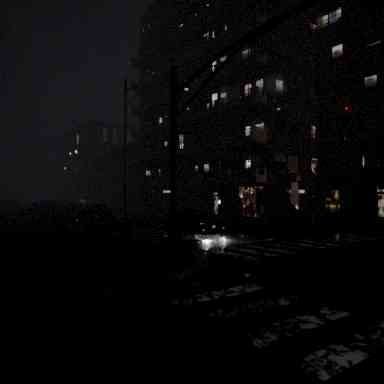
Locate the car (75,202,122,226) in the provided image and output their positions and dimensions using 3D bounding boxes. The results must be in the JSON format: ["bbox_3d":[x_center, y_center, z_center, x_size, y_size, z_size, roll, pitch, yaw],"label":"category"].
[{"bbox_3d":[-7.487,1.776,26.360,1.967,1.590,4.097,-1,0,-35],"label":"car"}]

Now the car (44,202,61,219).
[{"bbox_3d":[-13.896,2.036,35.359,2.008,1.369,4.403,-1,0,-35],"label":"car"}]

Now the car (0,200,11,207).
[{"bbox_3d":[-42.647,2.666,75.721,1.752,1.417,4.829,-1,0,-35],"label":"car"}]

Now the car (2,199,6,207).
[{"bbox_3d":[-36.334,2.542,66.860,1.887,1.381,4.507,-1,0,-35],"label":"car"}]

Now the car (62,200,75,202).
[{"bbox_3d":[-13.544,2.045,39.304,1.812,1.442,4.674,0,-1,-35],"label":"car"}]

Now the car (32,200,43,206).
[{"bbox_3d":[-39.313,2.773,84.625,1.947,1.339,4.313,-1,0,-35],"label":"car"}]

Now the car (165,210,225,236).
[{"bbox_3d":[0.069,1.775,20.193,1.994,1.385,4.181,0,-1,-35],"label":"car"}]

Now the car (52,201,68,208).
[{"bbox_3d":[-26.501,2.462,66.637,1.887,1.381,4.507,-1,0,-35],"label":"car"}]

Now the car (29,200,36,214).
[{"bbox_3d":[-20.309,2.073,44.360,1.967,1.590,4.097,-1,0,-35],"label":"car"}]

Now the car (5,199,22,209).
[{"bbox_3d":[-33.131,2.365,62.360,1.967,1.590,4.097,-1,0,-35],"label":"car"}]

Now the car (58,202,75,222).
[{"bbox_3d":[-10.593,1.934,30.721,1.752,1.417,4.829,-1,0,-35],"label":"car"}]

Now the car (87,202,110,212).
[{"bbox_3d":[-13.687,2.191,48.649,1.947,1.339,4.313,-1,0,-35],"label":"car"}]

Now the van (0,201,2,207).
[{"bbox_3d":[-39.543,2.411,71.360,1.690,1.788,3.998,-1,0,-35],"label":"van"}]

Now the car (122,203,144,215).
[{"bbox_3d":[-7.380,2.005,39.793,1.752,1.417,4.829,-1,0,-35],"label":"car"}]

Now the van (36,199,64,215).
[{"bbox_3d":[-17.105,1.900,39.860,1.690,1.788,3.998,-1,0,-35],"label":"van"}]
